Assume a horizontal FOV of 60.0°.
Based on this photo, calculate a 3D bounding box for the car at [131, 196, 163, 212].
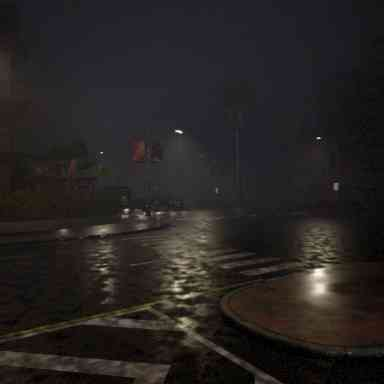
[{"bbox_3d":[-5.643,1.526,39.199,1.812,1.442,4.674,0,0,-35],"label":"car"}]

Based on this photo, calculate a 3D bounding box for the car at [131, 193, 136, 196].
[{"bbox_3d":[-13.408,1.220,68.461,2.150,2.045,5.566,0,0,-39],"label":"car"}]

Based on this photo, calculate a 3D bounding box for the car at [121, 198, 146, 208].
[{"bbox_3d":[-8.789,1.601,49.848,1.895,1.301,4.718,0,0,-34],"label":"car"}]

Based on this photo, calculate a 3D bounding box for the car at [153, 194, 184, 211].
[{"bbox_3d":[-3.198,1.221,41.839,2.150,2.045,5.566,0,0,-35],"label":"car"}]
